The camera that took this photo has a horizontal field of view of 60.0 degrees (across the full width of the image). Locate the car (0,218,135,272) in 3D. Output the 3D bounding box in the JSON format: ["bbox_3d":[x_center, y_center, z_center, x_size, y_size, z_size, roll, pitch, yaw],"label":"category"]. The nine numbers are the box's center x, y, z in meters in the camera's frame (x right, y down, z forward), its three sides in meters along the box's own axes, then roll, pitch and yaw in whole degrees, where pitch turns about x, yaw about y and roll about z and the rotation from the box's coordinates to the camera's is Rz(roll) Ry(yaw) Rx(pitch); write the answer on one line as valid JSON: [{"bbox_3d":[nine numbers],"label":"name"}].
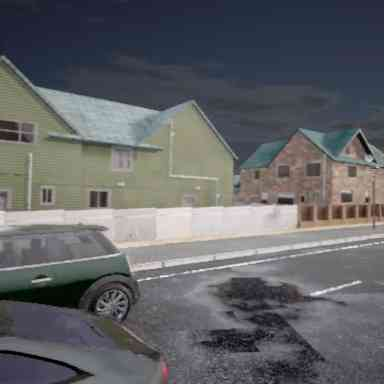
[{"bbox_3d":[-3.210,1.349,5.367,4.553,1.767,2.097,1,0,-35],"label":"car"}]

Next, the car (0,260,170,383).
[{"bbox_3d":[-2.162,1.554,2.124,4.181,1.385,1.994,1,0,-35],"label":"car"}]
